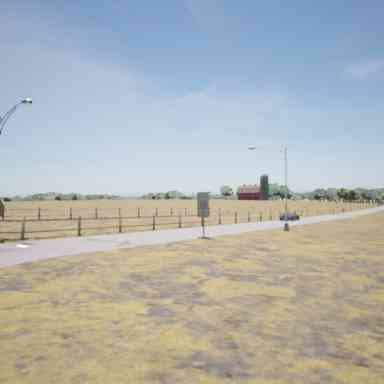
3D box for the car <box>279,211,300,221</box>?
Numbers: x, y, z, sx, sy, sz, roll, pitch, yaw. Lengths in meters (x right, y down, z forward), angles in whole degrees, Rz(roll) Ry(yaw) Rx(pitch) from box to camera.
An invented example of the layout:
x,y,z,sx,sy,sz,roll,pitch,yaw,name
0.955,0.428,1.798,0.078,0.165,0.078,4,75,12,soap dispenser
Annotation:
x,y,z,sx,sy,sz,roll,pitch,yaw,name
14.584,3.573,49.586,1.994,1.385,4.181,-2,-3,35,car
